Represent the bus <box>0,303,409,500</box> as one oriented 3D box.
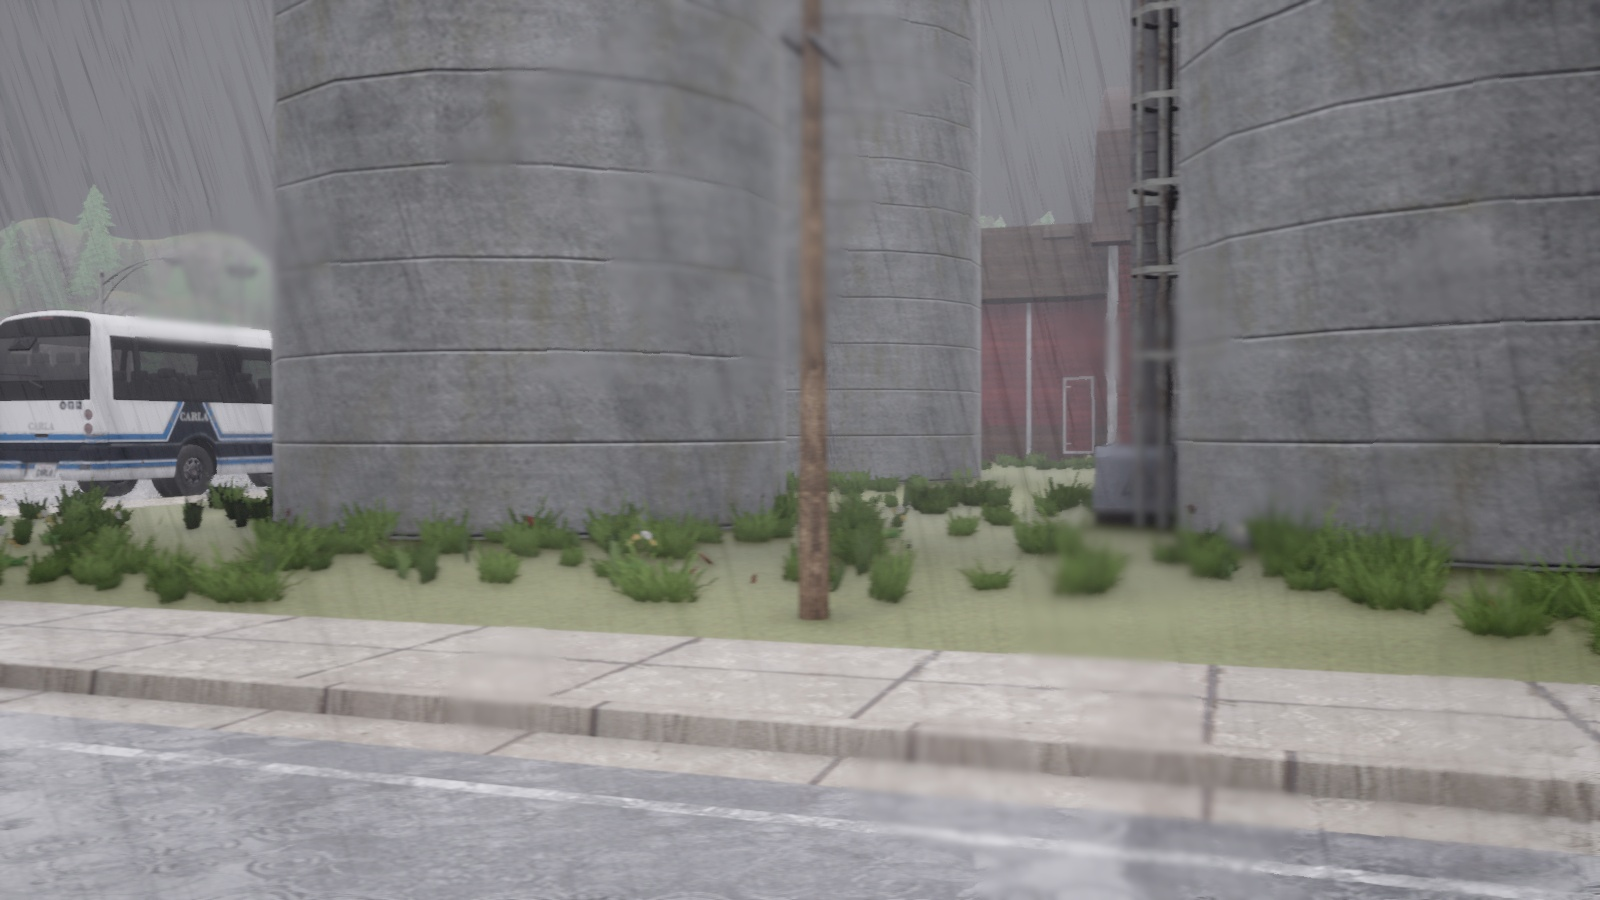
[{"bbox_3d":[-14.936,-1.134,32.634,3.944,4.253,10.273,1,1,18],"label":"bus"}]
